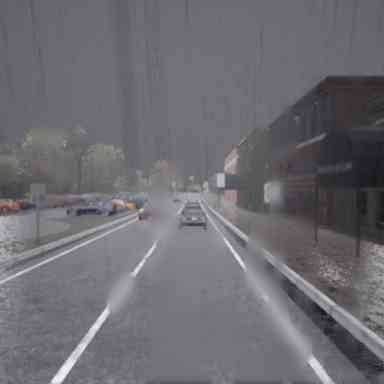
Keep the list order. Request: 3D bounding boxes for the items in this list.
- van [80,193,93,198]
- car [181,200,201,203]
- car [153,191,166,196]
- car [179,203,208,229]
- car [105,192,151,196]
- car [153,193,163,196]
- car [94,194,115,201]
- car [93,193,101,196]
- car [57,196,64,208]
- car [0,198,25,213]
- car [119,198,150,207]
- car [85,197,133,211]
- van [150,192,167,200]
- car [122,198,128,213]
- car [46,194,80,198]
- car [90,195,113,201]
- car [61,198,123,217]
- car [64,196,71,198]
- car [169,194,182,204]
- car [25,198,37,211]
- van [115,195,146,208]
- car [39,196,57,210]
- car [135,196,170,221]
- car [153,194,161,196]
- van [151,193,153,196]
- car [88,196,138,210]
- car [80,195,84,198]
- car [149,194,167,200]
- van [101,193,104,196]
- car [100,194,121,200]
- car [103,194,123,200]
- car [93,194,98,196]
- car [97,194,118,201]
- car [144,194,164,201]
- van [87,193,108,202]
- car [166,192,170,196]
[{"bbox_3d":[-21.667,1.438,62.758,4.442,1.987,1.878,0,1,0],"label":"van"},{"bbox_3d":[0.113,1.685,41.672,2.128,1.511,4.902,0,0,0],"label":"car"},{"bbox_3d":[-9.173,1.276,74.038,5.566,2.045,2.435,0,1,0],"label":"car"},{"bbox_3d":[0.099,1.690,22.620,2.033,1.411,5.357,0,0,0],"label":"car"},{"bbox_3d":[-9.271,1.410,48.591,5.566,2.045,2.435,0,0,0],"label":"car"},{"bbox_3d":[-9.164,1.602,71.216,4.674,1.452,2.002,0,1,0],"label":"car"},{"bbox_3d":[-21.693,1.299,82.400,4.553,1.767,2.185,0,1,0],"label":"car"},{"bbox_3d":[-21.719,1.471,68.283,4.553,1.767,2.185,0,1,0],"label":"car"},{"bbox_3d":[-21.848,1.688,48.498,4.792,1.488,2.163,0,0,0],"label":"car"},{"bbox_3d":[-21.916,1.472,37.329,4.553,1.767,2.185,0,0,0],"label":"car"},{"bbox_3d":[-9.268,1.732,54.241,4.674,1.452,2.002,0,0,0],"label":"car"},{"bbox_3d":[-9.371,1.640,37.287,4.674,1.452,2.002,0,0,0],"label":"car"},{"bbox_3d":[-9.158,1.095,90.992,4.442,1.987,1.878,0,1,0],"label":"van"},{"bbox_3d":[-9.388,1.624,34.462,4.674,1.452,2.002,0,0,0],"label":"car"},{"bbox_3d":[-21.814,1.438,54.147,5.566,2.045,2.435,0,0,0],"label":"car"},{"bbox_3d":[-21.684,1.459,79.578,5.008,1.535,2.097,0,1,0],"label":"car"},{"bbox_3d":[-9.432,1.599,31.635,4.792,1.488,2.163,0,0,0],"label":"car"},{"bbox_3d":[-21.830,1.704,51.322,4.792,1.488,2.163,0,0,0],"label":"car"},{"bbox_3d":[-3.096,1.644,69.442,2.033,1.411,5.357,0,0,0],"label":"car"},{"bbox_3d":[-21.926,1.612,40.028,5.008,1.535,2.097,0,0,0],"label":"car"},{"bbox_3d":[-9.399,1.451,51.417,4.442,1.987,1.878,0,0,0],"label":"van"},{"bbox_3d":[-21.901,1.645,45.800,4.892,1.521,2.231,0,0,0],"label":"car"},{"bbox_3d":[-3.347,1.520,28.981,2.097,1.767,4.553,0,0,0],"label":"car"},{"bbox_3d":[-9.191,1.630,65.565,5.008,1.535,2.097,0,1,0],"label":"car"},{"bbox_3d":[-9.365,1.477,56.948,4.442,1.987,1.878,0,0,0],"label":"van"},{"bbox_3d":[-9.537,1.612,40.114,5.366,1.575,1.946,0,0,0],"label":"car"},{"bbox_3d":[-21.818,1.701,56.981,5.008,1.535,2.097,0,-1,0],"label":"car"},{"bbox_3d":[-9.056,1.395,88.169,4.674,1.452,2.002,0,1,0],"label":"car"},{"bbox_3d":[-21.849,1.335,71.229,4.442,1.987,1.878,0,1,0],"label":"van"},{"bbox_3d":[-21.632,1.356,88.048,5.008,1.535,2.097,0,1,0],"label":"car"},{"bbox_3d":[-21.639,1.350,90.996,4.792,1.488,2.163,0,1,0],"label":"car"},{"bbox_3d":[-21.800,1.659,65.588,4.792,1.488,2.163,0,1,0],"label":"car"},{"bbox_3d":[-21.640,1.390,85.224,5.008,1.535,2.097,0,1,0],"label":"car"},{"bbox_3d":[-9.141,1.333,79.691,4.553,1.767,2.185,0,1,0],"label":"car"},{"bbox_3d":[-21.811,1.266,76.879,4.442,1.987,1.878,0,1,0],"label":"van"},{"bbox_3d":[-8.907,1.421,82.516,5.366,1.575,1.946,0,1,0],"label":"car"}]
